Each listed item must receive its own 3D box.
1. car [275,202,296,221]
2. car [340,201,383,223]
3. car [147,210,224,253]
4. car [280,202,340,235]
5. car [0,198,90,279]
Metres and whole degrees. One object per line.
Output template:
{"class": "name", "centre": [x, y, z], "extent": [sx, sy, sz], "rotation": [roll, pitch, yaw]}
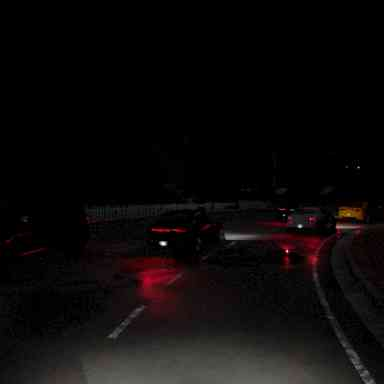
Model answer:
{"class": "car", "centre": [8.350, 1.491, 26.014], "extent": [2.128, 1.511, 4.902], "rotation": [0, 0, 43]}
{"class": "car", "centre": [13.242, 1.478, 25.692], "extent": [5.008, 1.535, 1.882], "rotation": [0, 0, -40]}
{"class": "car", "centre": [-0.085, 1.506, 13.762], "extent": [1.837, 1.490, 4.892], "rotation": [-1, 0, 22]}
{"class": "car", "centre": [6.848, 1.526, 18.976], "extent": [1.812, 1.442, 4.674], "rotation": [0, 0, 34]}
{"class": "car", "centre": [-5.373, 1.221, 10.167], "extent": [2.150, 2.045, 5.566], "rotation": [0, 0, 16]}
